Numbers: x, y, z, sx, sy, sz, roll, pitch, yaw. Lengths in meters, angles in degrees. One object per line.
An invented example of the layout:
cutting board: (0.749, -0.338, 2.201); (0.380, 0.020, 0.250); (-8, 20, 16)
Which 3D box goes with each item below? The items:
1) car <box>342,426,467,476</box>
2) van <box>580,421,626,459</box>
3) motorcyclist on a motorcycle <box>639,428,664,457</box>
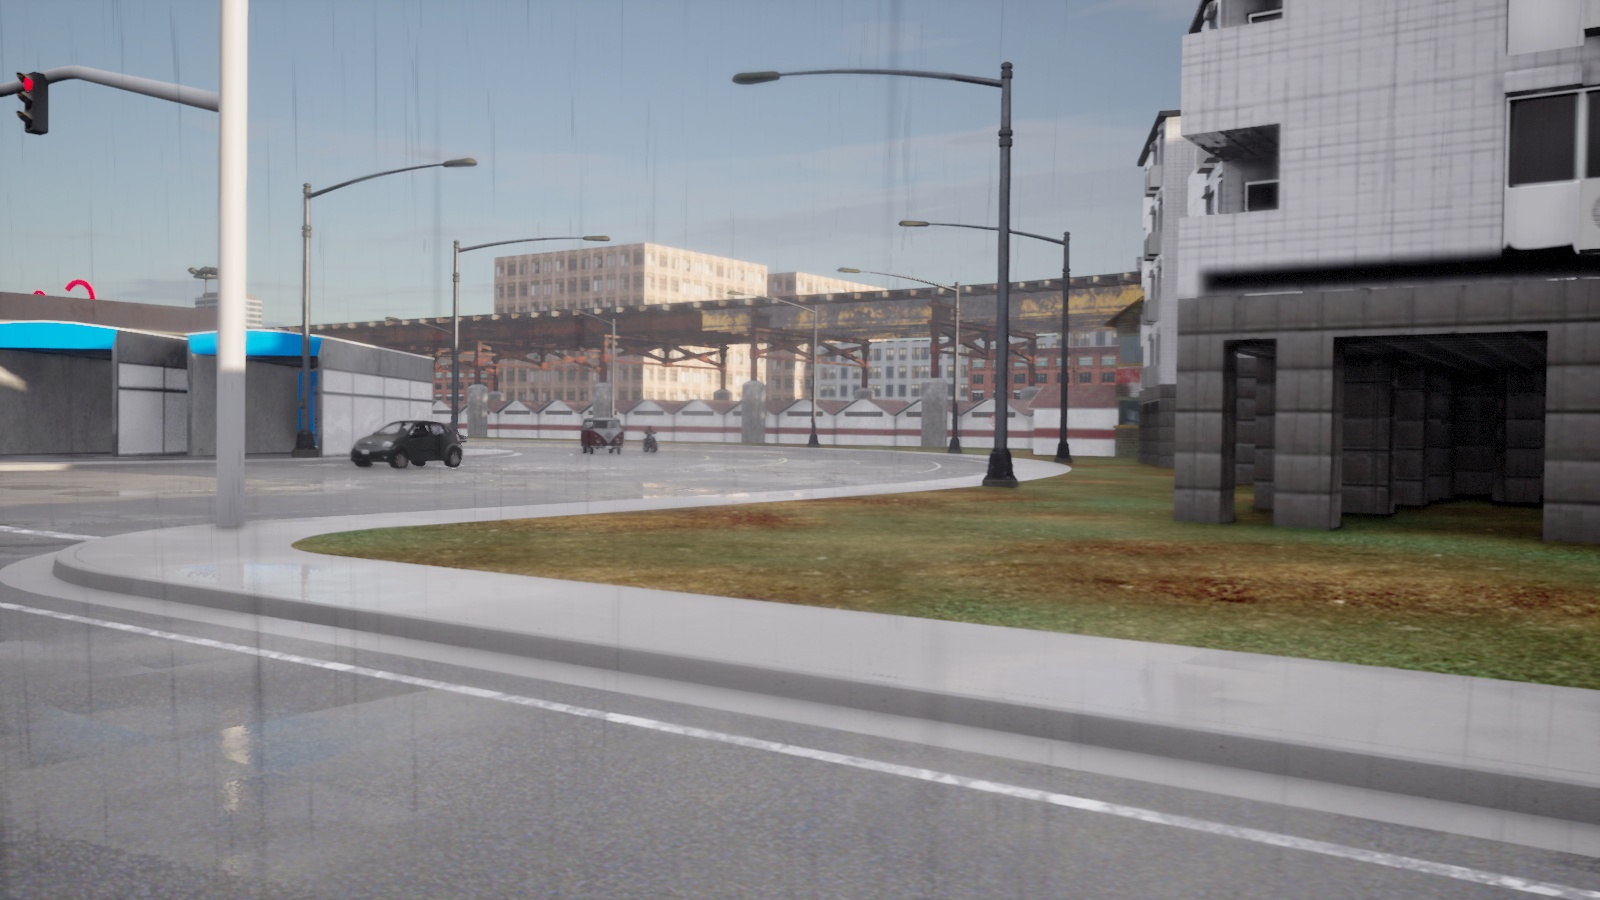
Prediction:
car: (-13.251, -0.001, 42.289); (1.851, 1.617, 3.988); (0, 1, 23)
van: (-10.640, -0.576, 67.637); (1.775, 1.987, 4.442); (0, 1, -18)
motorcyclist on a motorcycle: (-8.592, -0.468, 72.510); (0.766, 1.649, 2.350); (-1, 1, -23)
